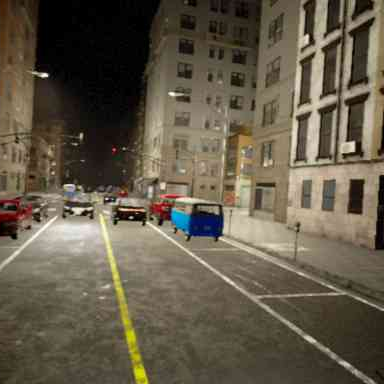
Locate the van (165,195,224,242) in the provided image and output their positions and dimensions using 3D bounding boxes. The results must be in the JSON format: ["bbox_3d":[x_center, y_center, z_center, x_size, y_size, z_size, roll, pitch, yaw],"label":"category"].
[{"bbox_3d":[0.137,1.233,15.672,1.690,1.788,3.998,3,0,-17],"label":"van"}]

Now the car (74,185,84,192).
[{"bbox_3d":[-29.025,-0.923,85.547,2.008,1.369,4.403,3,0,-17],"label":"car"}]

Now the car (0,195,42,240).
[{"bbox_3d":[-7.552,0.969,13.379,1.887,1.381,4.507,3,0,-17],"label":"car"}]

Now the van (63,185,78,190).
[{"bbox_3d":[-18.238,-0.177,49.280,1.690,1.788,3.998,3,0,-17],"label":"van"}]

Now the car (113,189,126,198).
[{"bbox_3d":[-13.578,0.231,61.962,2.008,1.369,4.403,3,0,-17],"label":"car"}]

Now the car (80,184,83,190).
[{"bbox_3d":[-22.868,-0.383,64.824,1.887,1.381,4.507,3,0,-17],"label":"car"}]

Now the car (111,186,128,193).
[{"bbox_3d":[-12.018,0.133,56.782,2.192,1.841,5.009,3,0,-17],"label":"car"}]

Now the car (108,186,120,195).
[{"bbox_3d":[-18.199,-0.414,77.498,2.192,1.841,5.009,3,0,-17],"label":"car"}]

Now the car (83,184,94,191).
[{"bbox_3d":[-20.702,-0.253,66.831,1.994,1.385,4.181,3,0,-17],"label":"car"}]

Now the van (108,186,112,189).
[{"bbox_3d":[-16.655,-0.251,72.318,1.690,1.788,3.998,3,0,-17],"label":"van"}]

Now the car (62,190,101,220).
[{"bbox_3d":[-7.234,0.877,21.496,2.128,1.511,4.902,3,0,-16],"label":"car"}]

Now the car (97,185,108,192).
[{"bbox_3d":[-20.142,-0.298,74.584,2.033,1.411,5.357,3,0,-17],"label":"car"}]

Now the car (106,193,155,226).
[{"bbox_3d":[-3.843,1.101,19.969,2.128,1.511,4.902,3,0,-16],"label":"car"}]

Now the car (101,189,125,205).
[{"bbox_3d":[-9.005,0.750,37.311,1.895,1.301,4.718,3,0,-16],"label":"car"}]

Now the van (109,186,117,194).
[{"bbox_3d":[-19.746,-0.525,82.677,1.690,1.788,3.998,3,0,-17],"label":"van"}]

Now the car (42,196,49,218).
[{"bbox_3d":[-9.124,0.852,18.660,1.947,1.339,4.313,3,0,-17],"label":"car"}]

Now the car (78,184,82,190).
[{"bbox_3d":[-21.330,-0.225,59.643,1.947,1.339,4.313,3,0,-17],"label":"car"}]

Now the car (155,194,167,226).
[{"bbox_3d":[-1.433,1.069,20.953,2.192,1.841,5.009,3,0,-17],"label":"car"}]
